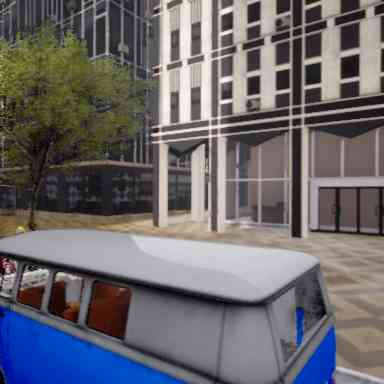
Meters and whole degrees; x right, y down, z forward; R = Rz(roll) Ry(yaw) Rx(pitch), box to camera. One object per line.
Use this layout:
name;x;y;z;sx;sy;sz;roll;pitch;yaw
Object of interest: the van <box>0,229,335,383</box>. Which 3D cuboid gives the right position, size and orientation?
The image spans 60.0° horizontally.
van;-0.680;1.351;3.343;3.998;1.788;1.690;0;0;35
